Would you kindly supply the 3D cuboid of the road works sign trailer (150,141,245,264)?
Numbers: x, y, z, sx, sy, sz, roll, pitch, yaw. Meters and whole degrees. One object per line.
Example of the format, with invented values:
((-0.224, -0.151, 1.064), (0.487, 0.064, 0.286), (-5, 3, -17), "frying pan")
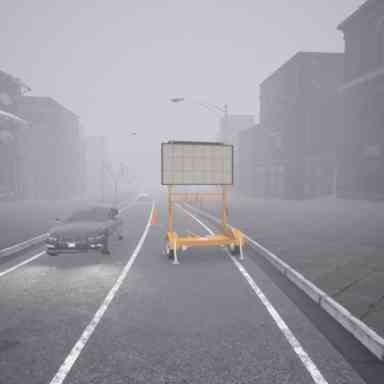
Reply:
((0.141, 0.174, 10.847), (2.380, 3.560, 2.880), (-1, 1, -16), "road works sign trailer")

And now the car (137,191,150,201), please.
((-7.614, 0.608, 52.592), (1.812, 1.442, 4.674), (0, 0, -6), "car")

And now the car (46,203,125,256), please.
((-3.555, 1.203, 11.808), (1.837, 1.490, 4.892), (0, 1, -4), "car")
